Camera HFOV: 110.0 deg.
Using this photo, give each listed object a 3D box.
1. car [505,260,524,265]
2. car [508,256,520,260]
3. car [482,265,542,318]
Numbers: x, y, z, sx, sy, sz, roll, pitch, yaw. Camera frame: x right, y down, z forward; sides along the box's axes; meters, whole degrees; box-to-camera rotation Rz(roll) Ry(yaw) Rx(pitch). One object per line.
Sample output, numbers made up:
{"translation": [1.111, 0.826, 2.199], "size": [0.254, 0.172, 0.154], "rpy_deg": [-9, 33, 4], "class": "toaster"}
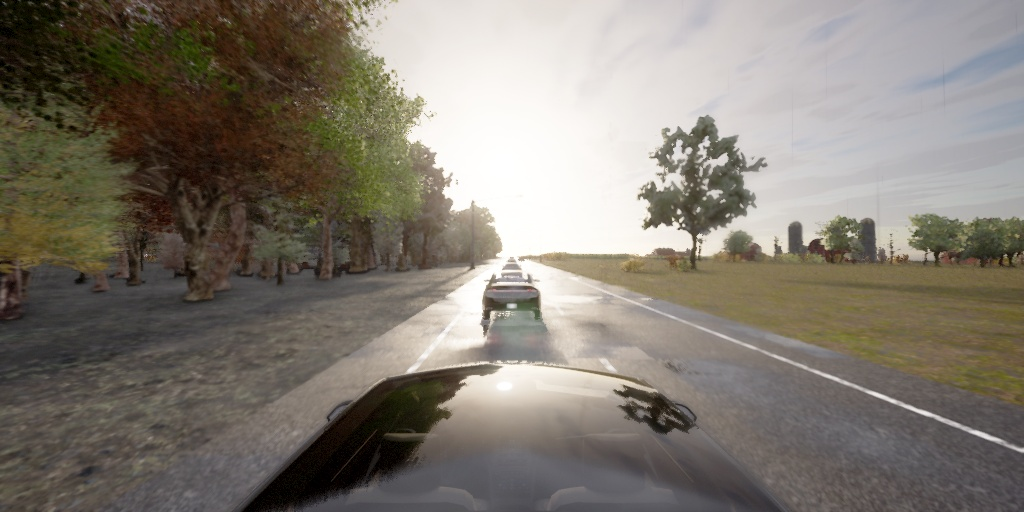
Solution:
{"translation": [-0.009, 1.318, 33.994], "size": [1.994, 1.385, 4.181], "rpy_deg": [0, 0, 0], "class": "car"}
{"translation": [-0.019, 1.244, 64.383], "size": [1.837, 1.490, 4.892], "rpy_deg": [0, 0, 0], "class": "car"}
{"translation": [-0.004, 1.250, 12.876], "size": [2.128, 1.511, 4.902], "rpy_deg": [0, 0, 0], "class": "car"}
